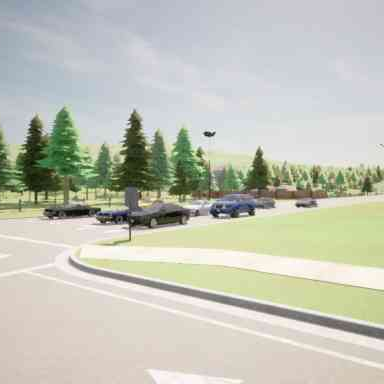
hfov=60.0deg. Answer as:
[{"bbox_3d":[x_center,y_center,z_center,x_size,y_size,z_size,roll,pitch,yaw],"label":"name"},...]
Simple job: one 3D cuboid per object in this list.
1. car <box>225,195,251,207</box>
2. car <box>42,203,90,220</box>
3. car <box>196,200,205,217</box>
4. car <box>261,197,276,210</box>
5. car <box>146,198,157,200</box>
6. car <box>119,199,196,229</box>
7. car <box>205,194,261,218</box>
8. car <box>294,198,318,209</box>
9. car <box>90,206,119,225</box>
[{"bbox_3d":[7.289,1.351,52.572,2.097,1.767,4.553,0,0,37],"label":"car"},{"bbox_3d":[-10.292,1.601,28.681,1.895,1.301,4.718,0,0,36],"label":"car"},{"bbox_3d":[0.692,1.526,31.792,1.812,1.442,4.674,0,0,36],"label":"car"},{"bbox_3d":[9.464,1.503,43.746,1.837,1.490,4.892,0,1,36],"label":"car"},{"bbox_3d":[-4.497,1.478,36.576,1.882,1.535,5.008,0,1,36],"label":"car"},{"bbox_3d":[-2.124,1.478,22.057,1.882,1.535,5.008,0,0,36],"label":"car"},{"bbox_3d":[3.854,1.223,30.209,2.150,2.045,5.566,0,0,36],"label":"car"},{"bbox_3d":[16.230,1.547,47.007,2.033,1.411,5.357,0,0,37],"label":"car"},{"bbox_3d":[-4.738,1.601,24.418,1.895,1.301,4.718,0,0,36],"label":"car"}]
